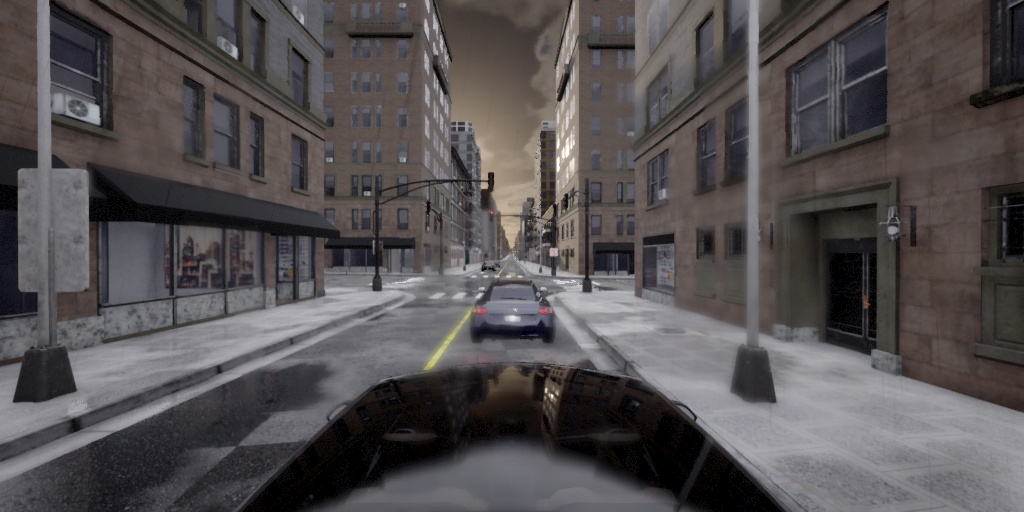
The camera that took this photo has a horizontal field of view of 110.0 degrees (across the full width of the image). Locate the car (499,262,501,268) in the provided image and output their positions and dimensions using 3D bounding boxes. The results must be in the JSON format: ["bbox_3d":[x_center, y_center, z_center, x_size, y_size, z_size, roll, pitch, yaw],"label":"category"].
[{"bbox_3d":[-3.004,1.384,63.718,2.033,1.411,5.357,0,0,1],"label":"car"}]

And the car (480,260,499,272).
[{"bbox_3d":[-3.055,1.309,47.217,1.837,1.490,4.892,0,0,0],"label":"car"}]

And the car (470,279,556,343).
[{"bbox_3d":[0.017,1.314,9.667,1.994,1.385,4.181,0,0,0],"label":"car"}]
